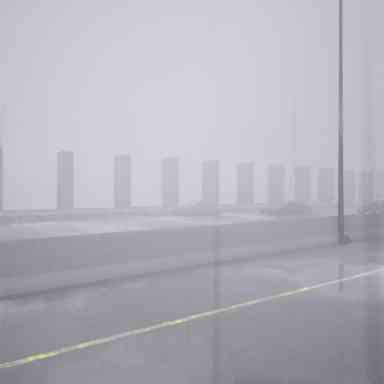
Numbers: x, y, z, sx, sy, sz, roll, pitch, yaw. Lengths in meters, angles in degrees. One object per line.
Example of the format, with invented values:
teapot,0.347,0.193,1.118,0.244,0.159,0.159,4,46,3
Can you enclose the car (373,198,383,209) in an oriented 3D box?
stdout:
car,27.282,1.525,46.160,4.674,1.442,1.812,0,0,-32

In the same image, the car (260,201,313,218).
car,8.754,1.547,30.572,5.357,1.411,2.033,0,0,-32

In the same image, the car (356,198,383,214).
car,17.821,1.506,32.090,4.892,1.490,1.837,1,0,-32

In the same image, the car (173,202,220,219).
car,0.433,1.564,29.389,4.181,1.385,1.994,0,0,-33
